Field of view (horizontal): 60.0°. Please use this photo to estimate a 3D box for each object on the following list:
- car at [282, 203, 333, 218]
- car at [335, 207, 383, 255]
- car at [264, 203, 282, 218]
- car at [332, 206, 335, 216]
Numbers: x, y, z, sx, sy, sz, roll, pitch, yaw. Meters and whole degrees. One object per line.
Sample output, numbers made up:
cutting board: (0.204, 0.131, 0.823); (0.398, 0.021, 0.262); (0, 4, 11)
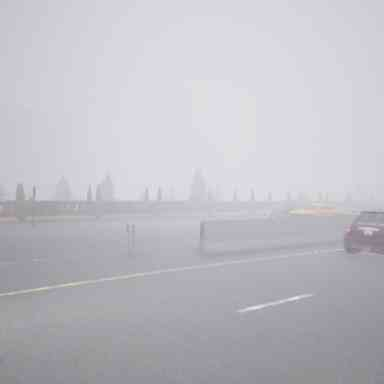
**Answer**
car: (9.747, 1.661, 26.083); (5.008, 1.535, 1.882); (1, 0, -32)
car: (7.743, 1.423, 12.300); (4.553, 1.767, 2.097); (1, 0, -32)
car: (8.567, 1.680, 29.465); (4.902, 1.511, 2.128); (1, 0, -32)
car: (12.506, 1.806, 23.669); (4.718, 1.301, 1.895); (1, 0, -32)
